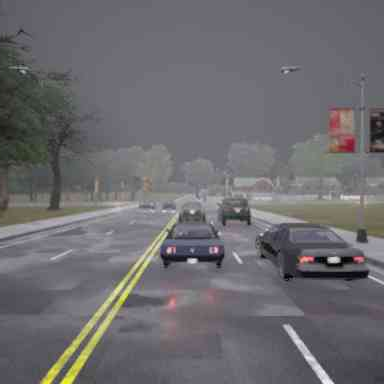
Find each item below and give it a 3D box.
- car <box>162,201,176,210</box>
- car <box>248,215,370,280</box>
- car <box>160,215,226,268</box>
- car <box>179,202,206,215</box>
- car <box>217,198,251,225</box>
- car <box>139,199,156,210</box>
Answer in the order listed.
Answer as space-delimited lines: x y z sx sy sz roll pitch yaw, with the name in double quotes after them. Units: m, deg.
-3.364 1.971 49.485 2.033 1.411 5.357 0 0 0 "car"
3.273 1.635 10.174 2.033 1.411 5.357 0 0 0 "car"
0.034 1.701 11.694 1.895 1.301 4.718 0 0 0 "car"
0.032 1.584 27.195 2.097 1.767 4.553 0 -1 0 "car"
3.273 1.449 26.306 2.150 2.045 5.566 0 0 0 "car"
-6.609 1.782 50.057 2.097 1.767 4.553 0 -1 0 "car"
